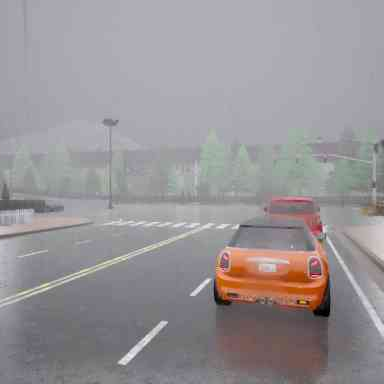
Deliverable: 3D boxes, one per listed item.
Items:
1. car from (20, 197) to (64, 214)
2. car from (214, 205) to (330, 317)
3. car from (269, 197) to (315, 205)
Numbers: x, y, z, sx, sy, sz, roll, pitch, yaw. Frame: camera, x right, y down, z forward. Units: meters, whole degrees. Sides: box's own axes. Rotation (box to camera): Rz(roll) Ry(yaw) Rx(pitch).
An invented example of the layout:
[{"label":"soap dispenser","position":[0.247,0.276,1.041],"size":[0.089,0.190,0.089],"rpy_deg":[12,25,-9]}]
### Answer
[{"label":"car","position":[-15.890,1.349,35.281],"size":[4.553,1.767,2.097],"rpy_deg":[0,0,16]},{"label":"car","position":[2.025,1.352,7.855],"size":[2.097,1.767,4.553],"rpy_deg":[0,0,19]},{"label":"car","position":[4.220,1.221,14.123],"size":[2.150,2.045,5.566],"rpy_deg":[0,0,16]}]
